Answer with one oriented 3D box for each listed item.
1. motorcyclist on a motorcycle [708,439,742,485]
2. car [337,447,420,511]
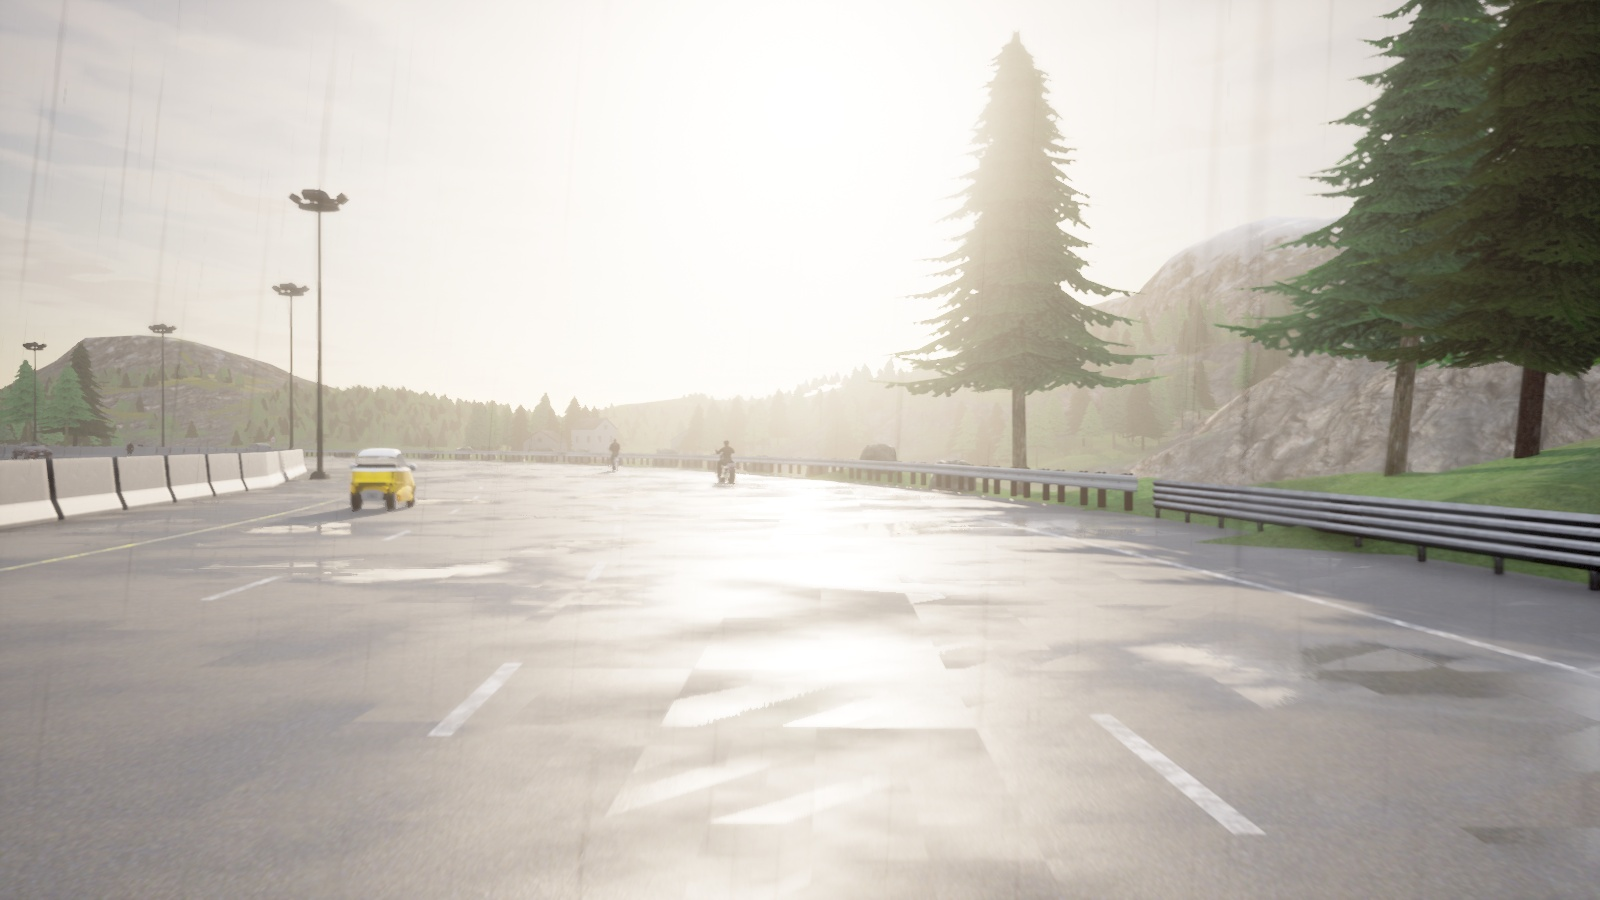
[{"bbox_3d":[-2.772,0.434,46.233,0.766,1.649,2.350,0,0,-15],"label":"motorcyclist on a motorcycle"},{"bbox_3d":[-9.557,0.633,28.602,1.481,1.376,2.207,0,1,-10],"label":"car"}]
